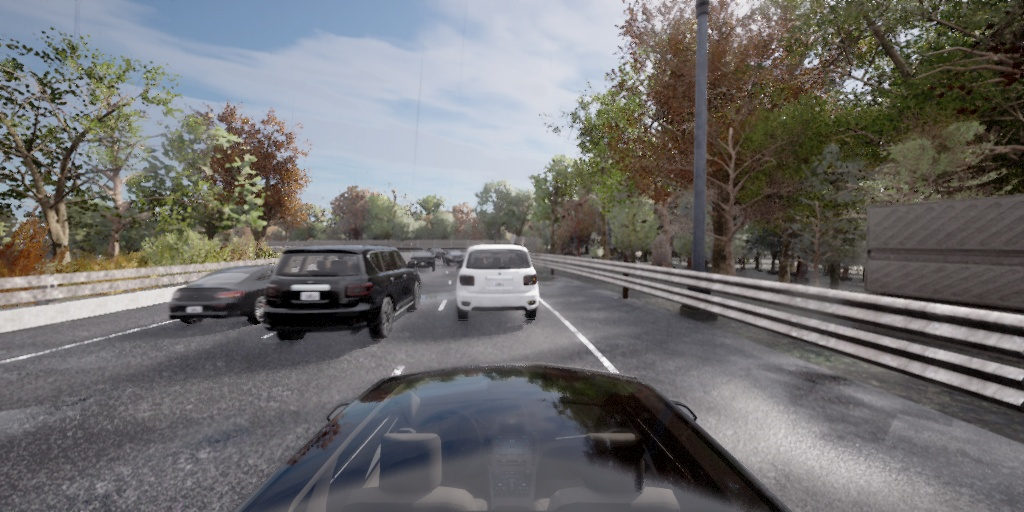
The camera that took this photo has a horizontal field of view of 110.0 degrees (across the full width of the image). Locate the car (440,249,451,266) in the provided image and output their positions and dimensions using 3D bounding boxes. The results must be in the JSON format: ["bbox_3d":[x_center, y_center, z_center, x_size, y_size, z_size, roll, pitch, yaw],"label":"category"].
[{"bbox_3d":[-5.758,0.179,35.725,1.812,1.442,4.674,-1,2,-17],"label":"car"}]

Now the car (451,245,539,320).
[{"bbox_3d":[-0.543,0.663,11.298,2.150,2.045,5.566,0,2,-5],"label":"car"}]

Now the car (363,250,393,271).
[{"bbox_3d":[-11.384,0.309,30.745,2.128,1.511,4.902,-1,2,-17],"label":"car"}]

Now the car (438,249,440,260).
[{"bbox_3d":[-9.948,-0.196,46.814,1.837,1.490,4.892,-1,2,-24],"label":"car"}]

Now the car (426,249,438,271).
[{"bbox_3d":[-7.317,0.342,29.208,1.882,1.535,5.008,0,2,-15],"label":"car"}]

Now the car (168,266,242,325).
[{"bbox_3d":[-7.504,0.994,10.536,1.812,1.442,4.674,0,2,-5],"label":"car"}]

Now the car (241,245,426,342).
[{"bbox_3d":[-3.852,0.731,9.199,2.150,2.045,5.566,0,2,-4],"label":"car"}]

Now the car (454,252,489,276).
[{"bbox_3d":[-3.078,0.505,26.267,2.033,1.411,5.357,0,2,-12],"label":"car"}]
